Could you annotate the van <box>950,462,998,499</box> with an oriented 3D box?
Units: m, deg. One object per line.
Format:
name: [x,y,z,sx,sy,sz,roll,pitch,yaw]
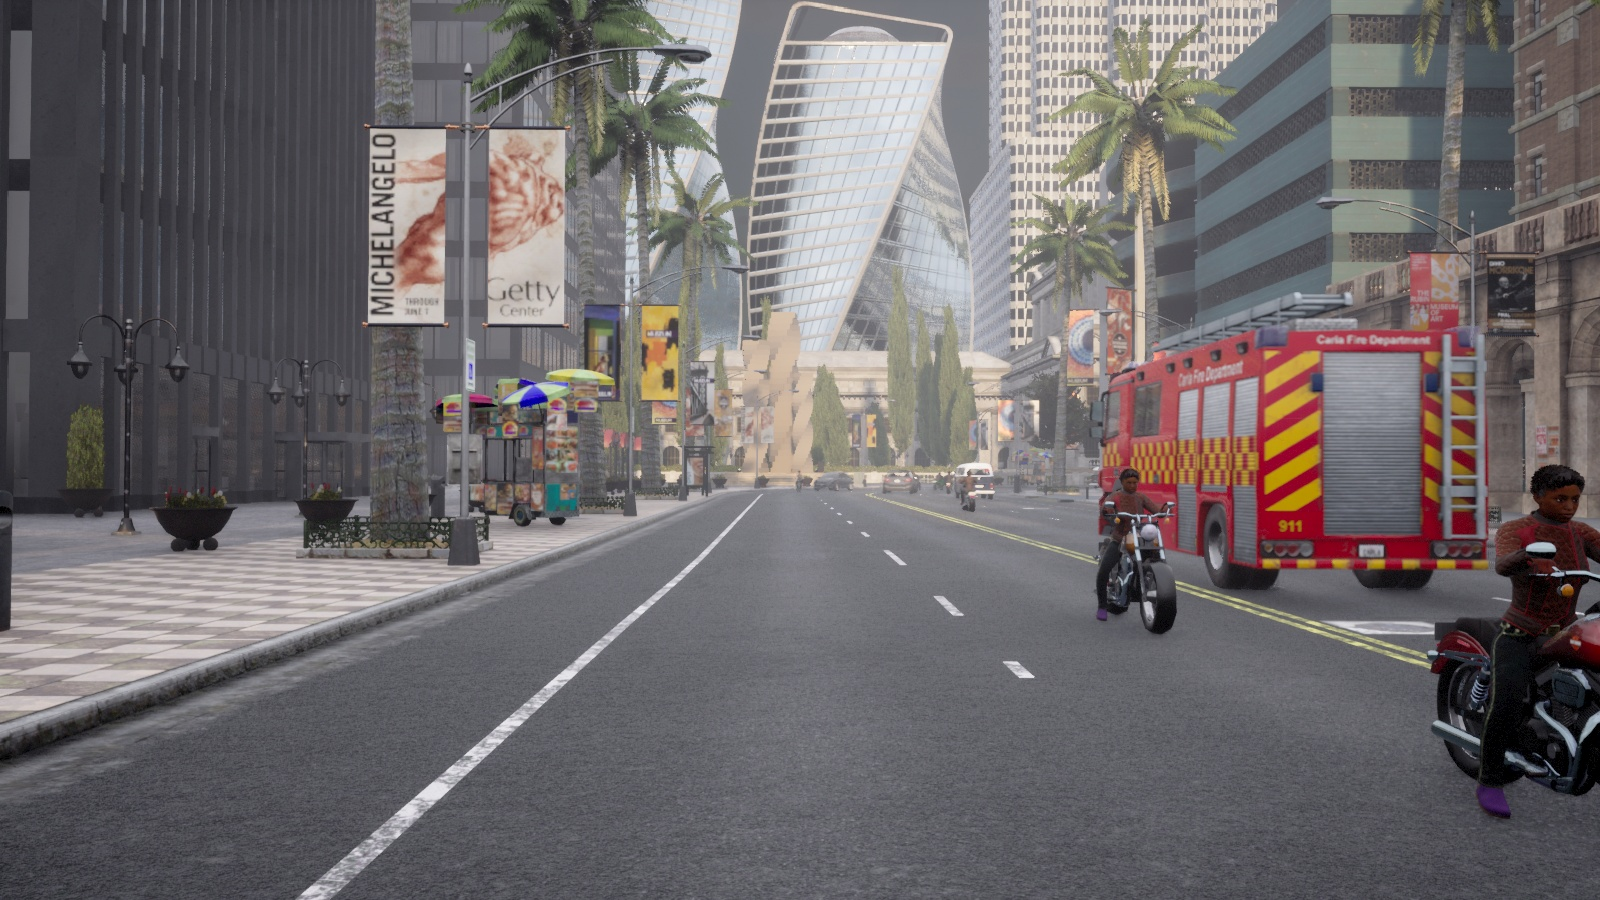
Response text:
van: [9.874,1.696,71.471,2.069,2.038,4.480,0,-1,-1]

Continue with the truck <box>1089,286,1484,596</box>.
truck: [6.985,-0.047,19.753,2.891,3.827,8.468,0,-1,0]

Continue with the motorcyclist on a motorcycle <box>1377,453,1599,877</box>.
motorcyclist on a motorcycle: [3.492,0.844,5.565,0.766,1.649,2.350,0,-1,0]

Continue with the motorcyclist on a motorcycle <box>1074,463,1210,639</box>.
motorcyclist on a motorcycle: [3.486,0.969,13.029,0.766,1.649,2.350,0,-1,0]

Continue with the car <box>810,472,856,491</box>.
car: [2.616,2.455,98.280,1.837,1.490,4.892,-1,-1,24]

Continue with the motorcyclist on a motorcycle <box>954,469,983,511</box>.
motorcyclist on a motorcycle: [6.647,1.570,49.664,0.766,1.649,2.350,0,-1,-1]

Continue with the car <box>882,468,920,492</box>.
car: [7.233,2.132,89.701,2.242,1.667,4.611,0,-1,11]
